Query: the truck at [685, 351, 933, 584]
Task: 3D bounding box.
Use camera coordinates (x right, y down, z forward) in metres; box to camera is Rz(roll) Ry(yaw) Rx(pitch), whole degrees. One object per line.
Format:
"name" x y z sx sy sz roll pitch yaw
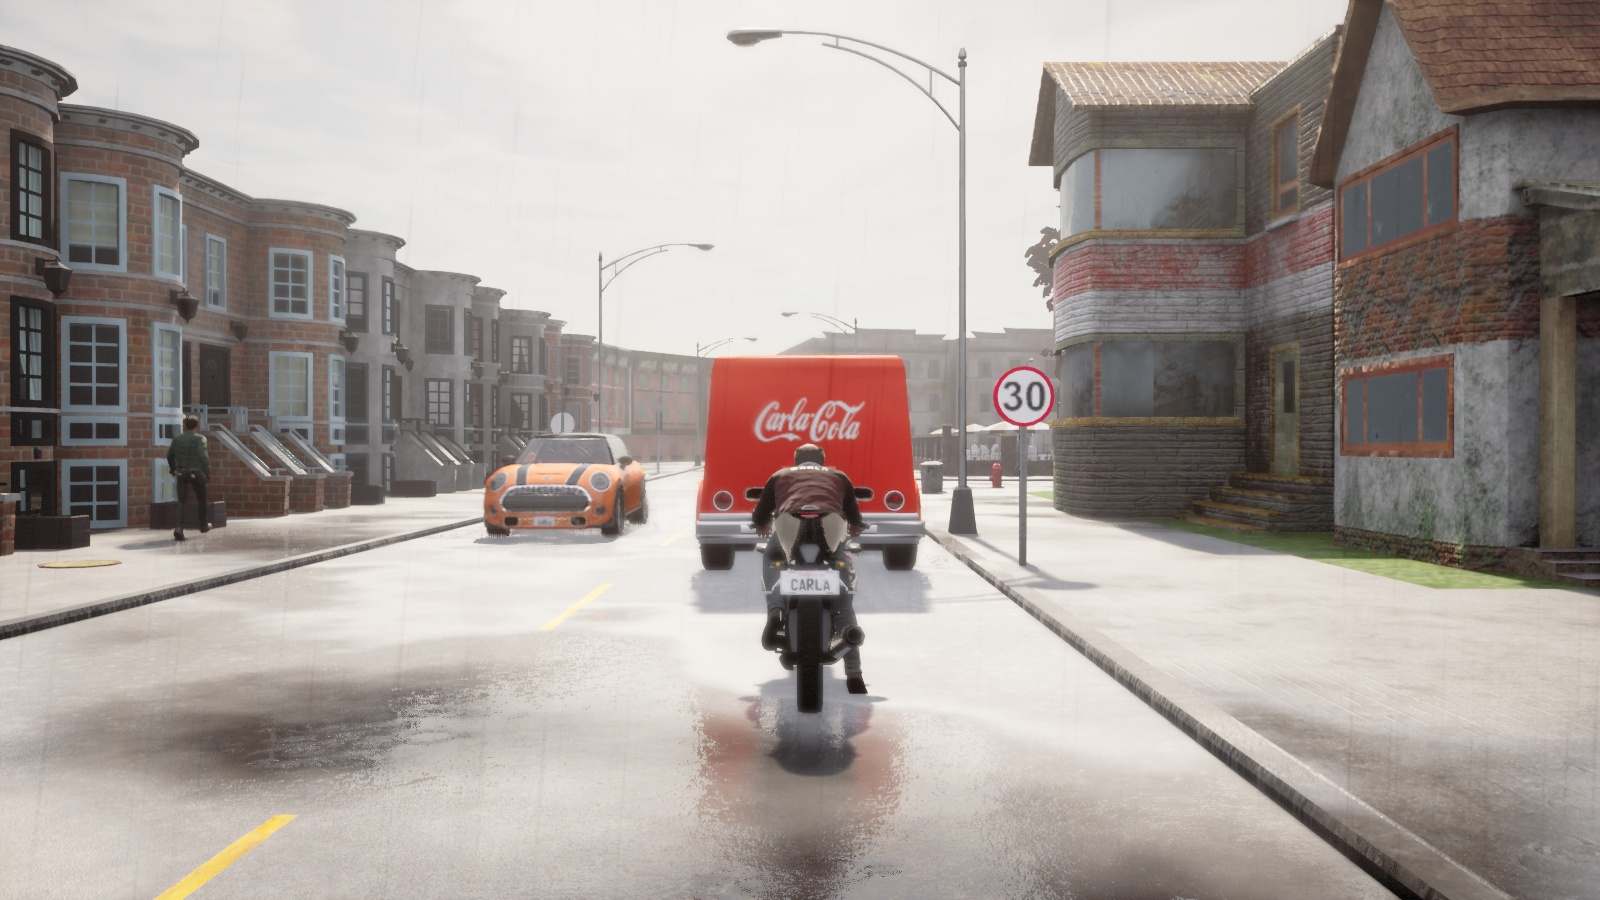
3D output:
"truck" 0.105 0.170 15.910 2.627 2.467 5.204 0 0 0

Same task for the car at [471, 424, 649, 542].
"car" -3.867 0.483 21.095 2.097 1.767 4.553 0 0 0

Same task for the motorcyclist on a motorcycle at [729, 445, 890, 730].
"motorcyclist on a motorcycle" 0.059 0.737 7.850 0.866 1.530 2.191 0 0 0

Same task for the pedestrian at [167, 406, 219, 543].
"pedestrian" -8.825 0.346 18.271 0.423 1.949 0.788 0 0 -4
